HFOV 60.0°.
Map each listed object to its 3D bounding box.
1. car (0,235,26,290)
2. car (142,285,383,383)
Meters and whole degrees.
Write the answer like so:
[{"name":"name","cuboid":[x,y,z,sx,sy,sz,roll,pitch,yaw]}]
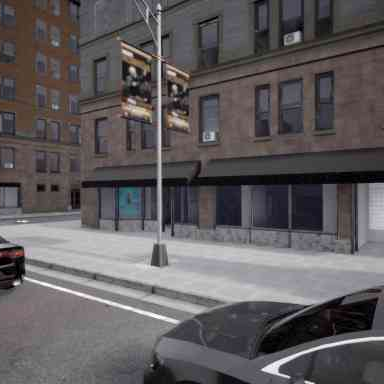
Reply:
[{"name":"car","cuboid":[-5.948,1.478,7.899,5.008,1.535,1.882,0,0,35]},{"name":"car","cuboid":[1.788,1.505,2.412,4.892,1.490,1.837,0,0,35]}]
